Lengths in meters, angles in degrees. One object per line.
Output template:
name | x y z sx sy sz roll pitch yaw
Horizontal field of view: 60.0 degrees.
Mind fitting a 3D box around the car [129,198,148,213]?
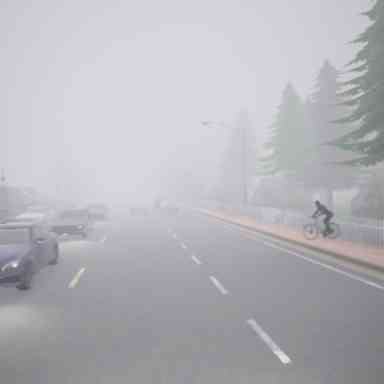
car | -6.124 1.606 37.884 1.812 1.442 4.674 -1 0 -9

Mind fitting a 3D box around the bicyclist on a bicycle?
bicyclist on a bicycle | 5.353 1.170 13.749 1.656 1.620 0.582 -1 0 -10

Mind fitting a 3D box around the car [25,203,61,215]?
car | -10.967 1.727 23.622 1.812 1.442 4.674 -1 0 -10

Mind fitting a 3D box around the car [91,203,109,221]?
car | -8.302 1.686 28.875 2.033 1.411 5.357 -1 0 -9

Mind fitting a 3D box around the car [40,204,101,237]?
car | -6.609 1.663 18.704 2.033 1.411 5.357 -1 0 -10

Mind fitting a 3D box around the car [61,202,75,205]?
car | -12.637 1.750 33.719 1.812 1.442 4.674 -1 0 -9

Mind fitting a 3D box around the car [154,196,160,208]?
car | -4.361 1.380 48.192 2.097 1.767 4.553 -1 0 -9

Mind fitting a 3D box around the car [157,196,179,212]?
car | -2.699 1.532 38.626 1.812 1.442 4.674 -1 0 -9

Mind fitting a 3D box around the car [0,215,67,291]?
car | -5.004 1.620 9.273 1.812 1.442 4.674 -1 0 -10

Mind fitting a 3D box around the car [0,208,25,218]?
car | -9.518 1.535 14.885 2.097 1.767 4.553 -1 0 -9

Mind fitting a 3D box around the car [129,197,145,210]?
car | -7.806 1.595 47.595 2.128 1.511 4.902 -1 0 -9
